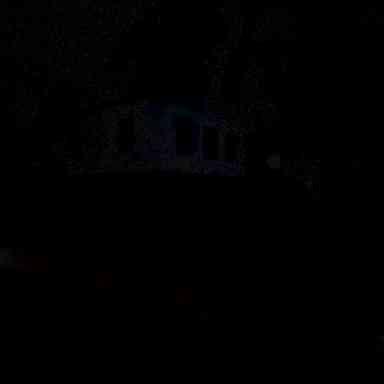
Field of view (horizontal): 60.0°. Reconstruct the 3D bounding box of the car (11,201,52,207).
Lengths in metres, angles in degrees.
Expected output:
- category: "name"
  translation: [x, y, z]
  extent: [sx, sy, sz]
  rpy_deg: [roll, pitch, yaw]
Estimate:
- category: "car"
  translation: [-14.643, 1.526, 29.135]
  extent: [2.033, 1.411, 5.357]
  rpy_deg: [0, 0, 29]
